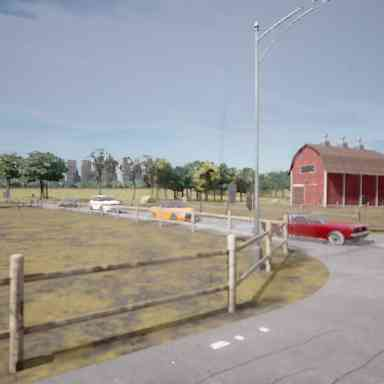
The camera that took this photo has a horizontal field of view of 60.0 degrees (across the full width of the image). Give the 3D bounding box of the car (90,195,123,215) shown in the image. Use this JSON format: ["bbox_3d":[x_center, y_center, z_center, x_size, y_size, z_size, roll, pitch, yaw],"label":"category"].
[{"bbox_3d":[-9.667,1.396,37.255,2.150,2.045,5.566,-1,0,-35],"label":"car"}]

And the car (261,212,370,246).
[{"bbox_3d":[5.816,1.684,16.030,1.895,1.301,4.718,-1,1,-43],"label":"car"}]

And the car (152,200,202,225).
[{"bbox_3d":[-1.237,1.451,25.243,2.097,1.767,4.553,-1,0,-35],"label":"car"}]

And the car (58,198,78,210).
[{"bbox_3d":[-18.545,1.747,50.053,2.097,1.767,4.553,-1,0,-35],"label":"car"}]

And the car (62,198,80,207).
[{"bbox_3d":[-21.721,1.909,59.522,1.837,1.490,4.892,-1,0,-35],"label":"car"}]
